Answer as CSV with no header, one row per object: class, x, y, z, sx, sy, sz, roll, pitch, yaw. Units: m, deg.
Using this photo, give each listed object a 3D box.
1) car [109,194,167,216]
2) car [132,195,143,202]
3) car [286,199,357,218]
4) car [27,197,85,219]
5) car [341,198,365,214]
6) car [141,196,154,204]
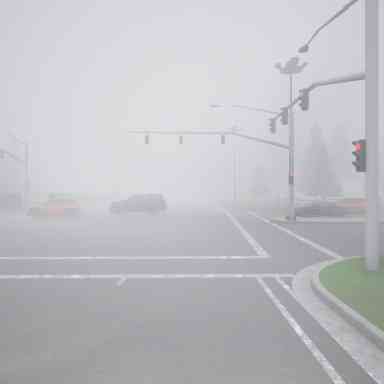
car,-5.183,1.221,32.436,5.566,2.045,2.150,0,0,-1
car,-12.457,1.523,76.544,1.812,1.442,4.674,0,0,0
car,11.106,1.547,29.178,5.357,1.411,2.033,0,0,-1
car,-11.794,1.351,28.837,4.553,1.767,2.097,0,0,-1
car,15.204,1.352,32.739,4.553,1.767,2.097,0,0,-1
car,-8.869,1.546,66.665,2.033,1.411,5.357,0,0,0
